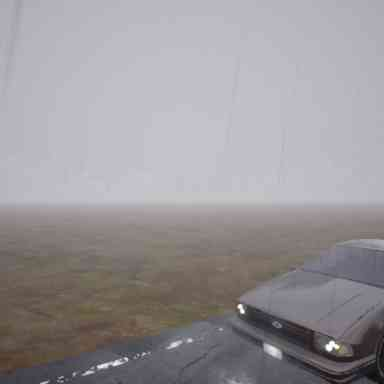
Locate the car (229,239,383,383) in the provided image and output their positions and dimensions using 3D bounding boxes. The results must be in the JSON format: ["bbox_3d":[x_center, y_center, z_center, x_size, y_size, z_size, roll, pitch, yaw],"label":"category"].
[{"bbox_3d":[3.166,1.547,5.570,5.357,1.411,2.033,0,0,-35],"label":"car"}]
